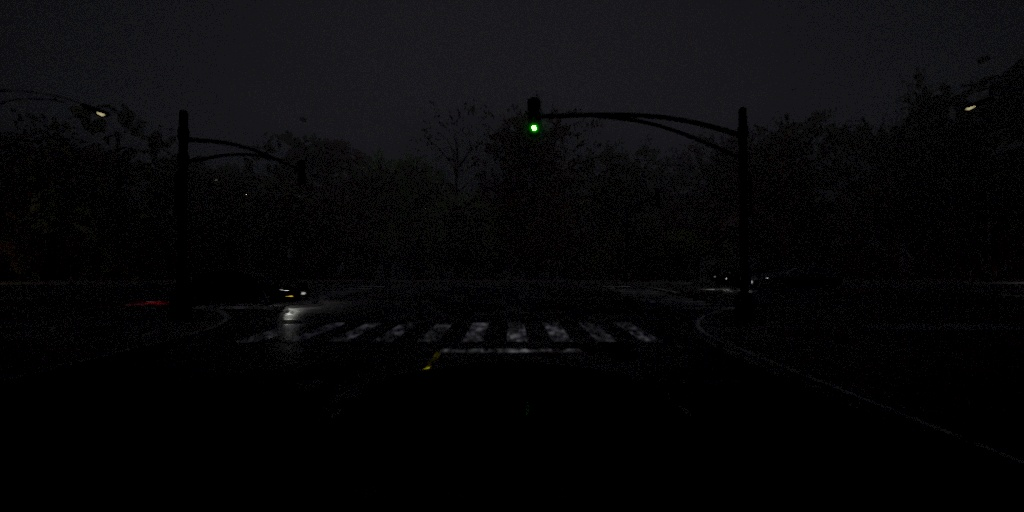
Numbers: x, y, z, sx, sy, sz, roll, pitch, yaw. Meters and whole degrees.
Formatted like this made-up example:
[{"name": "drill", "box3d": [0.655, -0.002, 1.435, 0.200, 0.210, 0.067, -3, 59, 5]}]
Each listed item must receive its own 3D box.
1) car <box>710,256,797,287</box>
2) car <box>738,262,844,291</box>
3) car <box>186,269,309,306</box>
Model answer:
[{"name": "car", "box3d": [16.707, 1.058, 24.602, 5.566, 2.045, 2.150, 0, -1, 1]}, {"name": "car", "box3d": [16.755, 1.281, 21.347, 4.902, 1.511, 2.128, 0, -1, 1]}, {"name": "car", "box3d": [-11.210, 1.309, 15.121, 4.892, 1.490, 1.837, 1, -1, 1]}]
